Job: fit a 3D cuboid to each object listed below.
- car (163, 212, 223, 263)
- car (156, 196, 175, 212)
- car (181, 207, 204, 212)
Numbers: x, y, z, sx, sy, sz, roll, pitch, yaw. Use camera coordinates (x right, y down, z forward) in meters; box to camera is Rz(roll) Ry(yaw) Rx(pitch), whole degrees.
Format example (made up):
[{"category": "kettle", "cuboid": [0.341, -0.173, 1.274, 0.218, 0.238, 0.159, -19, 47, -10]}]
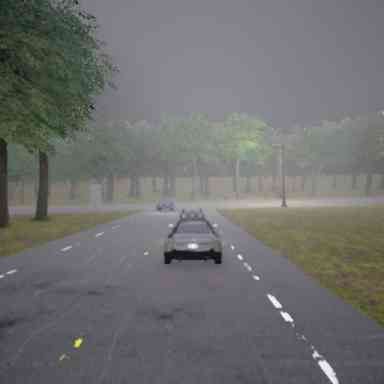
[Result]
[{"category": "car", "cuboid": [0.044, 1.676, 12.433, 1.994, 1.385, 4.181, 0, 0, 0]}, {"category": "car", "cuboid": [-3.550, 1.590, 45.421, 2.150, 2.045, 5.566, 0, -1, 1]}, {"category": "car", "cuboid": [0.031, 1.824, 26.636, 1.895, 1.301, 4.718, 0, 0, 0]}]
